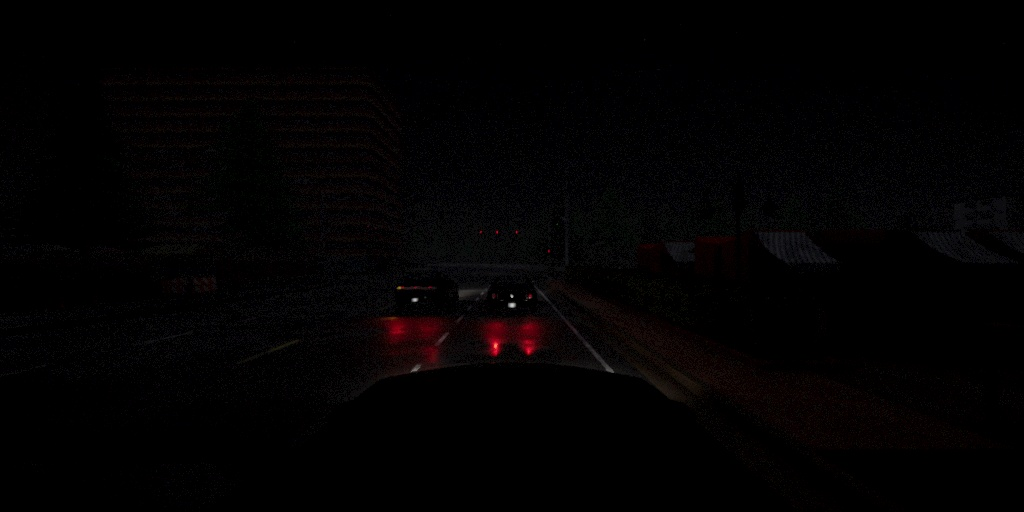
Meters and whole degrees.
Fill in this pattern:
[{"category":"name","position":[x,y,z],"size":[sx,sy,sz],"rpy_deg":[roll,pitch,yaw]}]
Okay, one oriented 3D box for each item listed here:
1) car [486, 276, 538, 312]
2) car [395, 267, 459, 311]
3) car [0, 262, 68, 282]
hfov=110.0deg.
[{"category":"car","position":[0.017,1.498,15.078],"size":[1.895,1.301,4.718],"rpy_deg":[0,-1,0]},{"category":"car","position":[-3.480,1.393,15.340],"size":[2.128,1.511,4.902],"rpy_deg":[0,0,0]},{"category":"car","position":[-51.431,1.699,38.289],"size":[4.902,1.511,2.128],"rpy_deg":[0,-1,1]}]
